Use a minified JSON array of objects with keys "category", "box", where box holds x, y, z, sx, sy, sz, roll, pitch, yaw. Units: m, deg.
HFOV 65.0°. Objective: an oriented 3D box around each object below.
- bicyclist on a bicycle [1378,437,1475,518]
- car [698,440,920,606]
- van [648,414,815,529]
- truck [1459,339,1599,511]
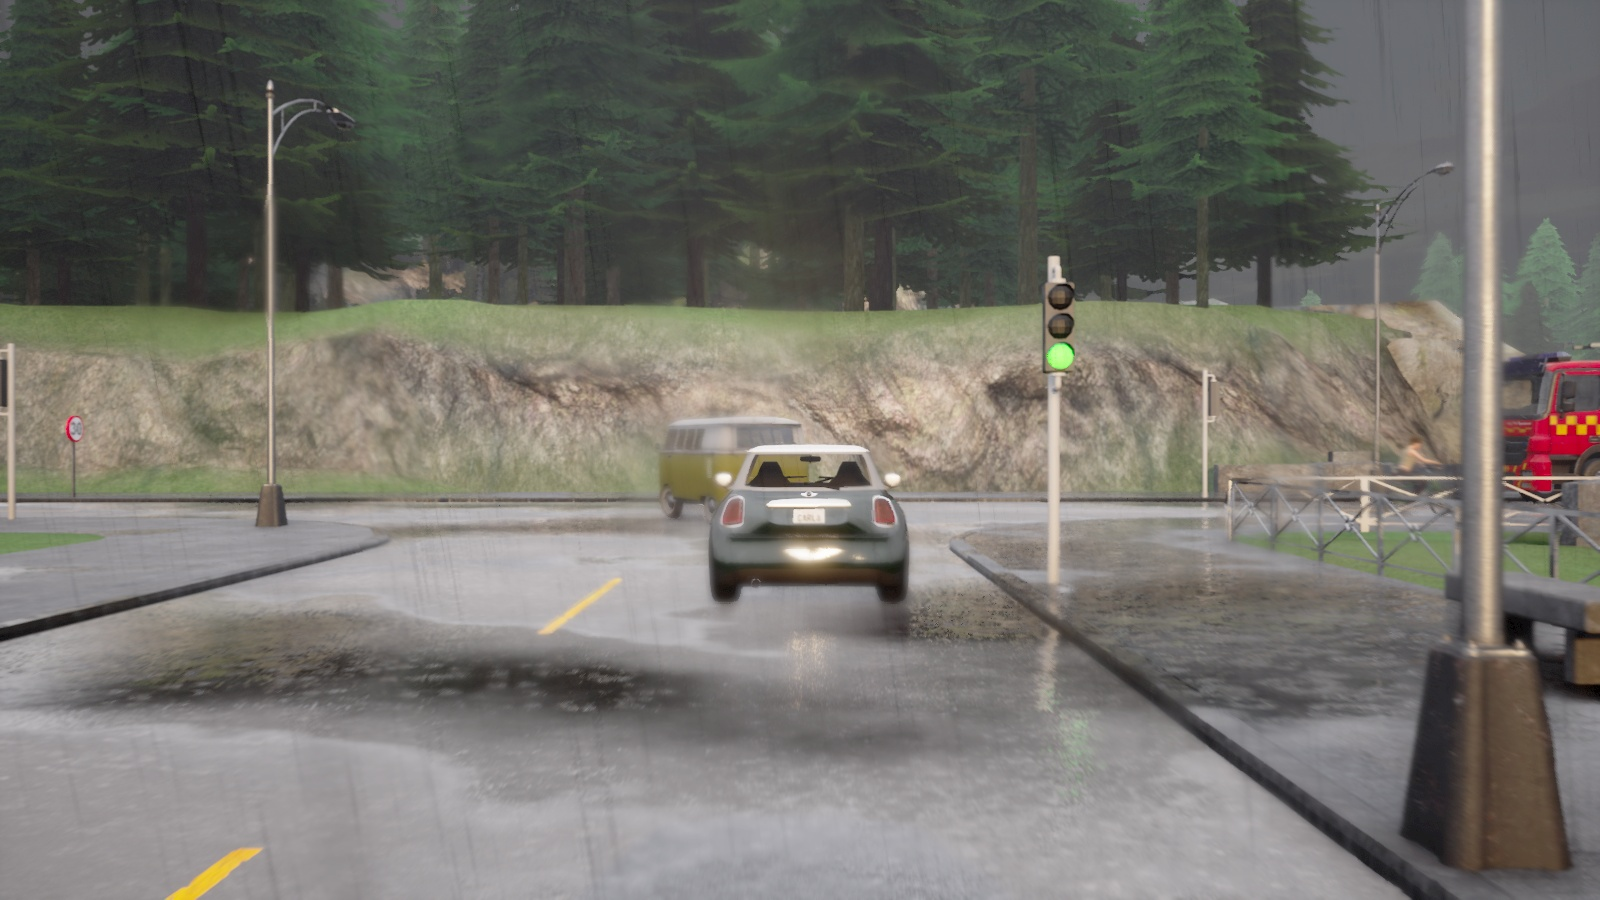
[{"category":"bicyclist on a bicycle","box":[12.637,0.550,25.365,1.509,1.612,0.866,0,0,-1]},{"category":"car","box":[0.090,0.638,13.041,1.970,1.475,3.806,0,0,0]},{"category":"van","box":[-1.421,0.363,23.991,1.775,1.987,4.442,0,0,-23]},{"category":"truck","box":[20.398,-0.567,29.356,8.468,3.827,2.891,0,0,0]}]
